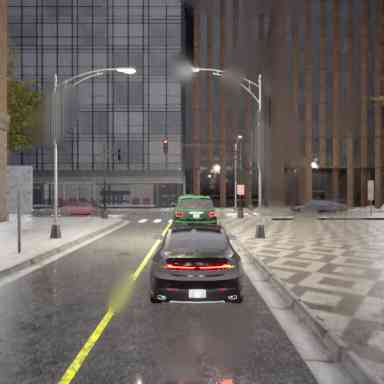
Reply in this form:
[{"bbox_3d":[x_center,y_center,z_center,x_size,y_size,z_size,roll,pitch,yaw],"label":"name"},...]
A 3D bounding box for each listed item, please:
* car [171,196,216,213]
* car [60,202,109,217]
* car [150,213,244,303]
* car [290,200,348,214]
[{"bbox_3d":[0.048,1.218,18.151,2.150,2.045,5.566,0,0,-3],"label":"car"},{"bbox_3d":[-9.731,1.600,30.338,4.181,1.385,1.994,0,0,0],"label":"car"},{"bbox_3d":[0.086,1.503,8.159,1.837,1.490,4.892,0,0,0],"label":"car"},{"bbox_3d":[12.748,1.486,33.526,5.357,1.411,2.033,0,0,0],"label":"car"}]
